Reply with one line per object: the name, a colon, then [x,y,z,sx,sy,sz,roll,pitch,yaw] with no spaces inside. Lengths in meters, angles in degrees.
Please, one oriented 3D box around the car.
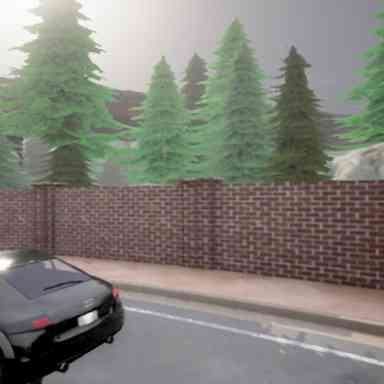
car: [-3.122,1.617,5.172,4.181,1.385,1.994,-1,0,27]
